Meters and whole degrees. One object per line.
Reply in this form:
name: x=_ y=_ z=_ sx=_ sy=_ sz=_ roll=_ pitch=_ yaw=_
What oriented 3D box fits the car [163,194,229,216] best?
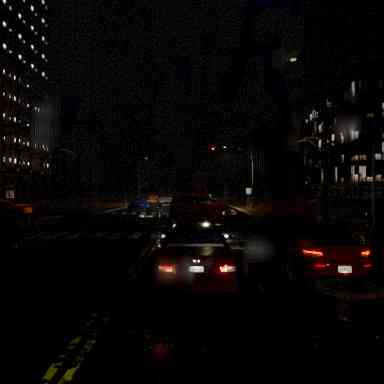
car: x=0.440 y=1.201 z=27.025 sx=2.150 sy=2.045 sz=5.566 roll=-2 pitch=2 yaw=-44

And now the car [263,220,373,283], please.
car: x=3.334 y=1.522 z=9.559 sx=1.812 sy=1.442 sz=4.674 roll=0 pitch=0 yaw=0

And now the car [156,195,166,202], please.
car: x=-6.814 y=1.369 z=73.295 sx=1.882 sy=1.535 sz=5.008 roll=0 pitch=0 yaw=-2

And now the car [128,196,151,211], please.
car: x=-6.667 y=1.444 z=41.220 sx=1.882 sy=1.535 sz=5.008 roll=0 pitch=0 yaw=0

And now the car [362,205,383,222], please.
car: x=16.075 y=1.617 z=26.858 sx=4.181 sy=1.385 sz=1.994 roll=0 pitch=0 yaw=1

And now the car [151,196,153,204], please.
car: x=-6.690 y=1.410 z=57.874 sx=1.882 sy=1.535 sz=5.008 roll=0 pitch=0 yaw=0

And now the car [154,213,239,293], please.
car: x=0.085 y=1.544 z=8.974 sx=2.033 sy=1.411 sz=5.357 roll=0 pitch=0 yaw=0

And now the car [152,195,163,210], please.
car: x=-3.415 y=1.456 z=42.292 sx=2.128 sy=1.511 sz=4.902 roll=0 pitch=0 yaw=0

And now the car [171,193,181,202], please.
car: x=-3.632 y=1.233 z=75.380 sx=2.097 sy=1.767 sz=4.553 roll=0 pitch=0 yaw=-2

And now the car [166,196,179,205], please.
car: x=-3.441 y=1.475 z=60.162 sx=2.033 sy=1.411 sz=5.357 roll=0 pitch=0 yaw=0

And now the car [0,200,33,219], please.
car: x=-15.678 y=1.386 z=27.112 sx=5.008 sy=1.535 sz=1.882 roll=0 pitch=1 yaw=-2
